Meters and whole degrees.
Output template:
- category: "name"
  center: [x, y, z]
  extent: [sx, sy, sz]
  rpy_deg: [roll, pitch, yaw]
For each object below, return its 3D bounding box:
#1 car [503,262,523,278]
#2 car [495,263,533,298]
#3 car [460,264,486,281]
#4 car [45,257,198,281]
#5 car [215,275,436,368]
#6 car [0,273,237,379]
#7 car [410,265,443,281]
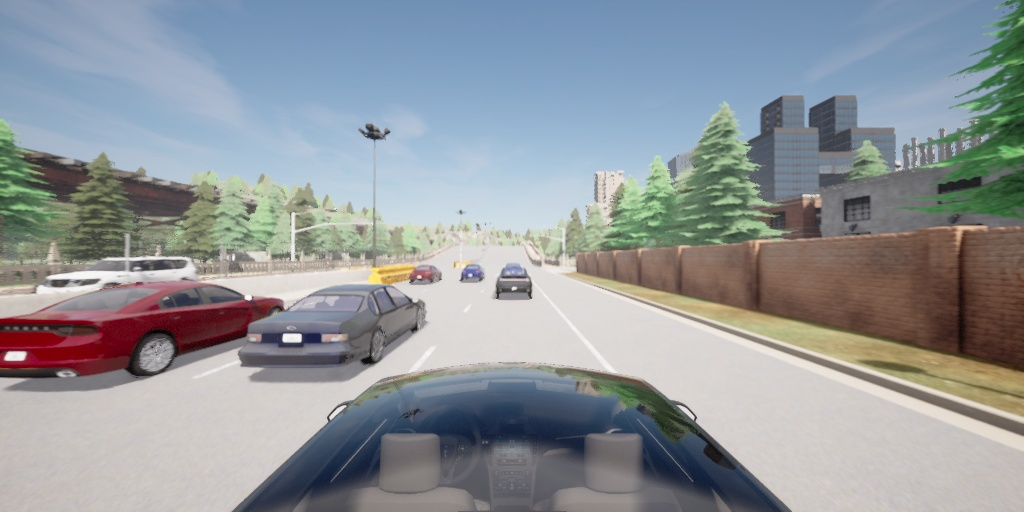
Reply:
- category: "car"
  center: [0.105, 1.406, 36.834]
  extent: [1.882, 1.535, 5.008]
  rpy_deg: [0, -1, 0]
- category: "car"
  center: [0.102, 1.331, 19.152]
  extent: [2.128, 1.511, 4.902]
  rpy_deg: [0, 0, 0]
- category: "car"
  center: [-3.397, 1.426, 31.568]
  extent: [1.812, 1.442, 4.674]
  rpy_deg: [0, 0, 0]
- category: "car"
  center: [-17.588, 1.044, 16.581]
  extent: [2.150, 2.045, 5.566]
  rpy_deg: [0, 0, 0]
- category: "car"
  center: [-3.395, 1.329, 8.068]
  extent: [2.033, 1.411, 5.357]
  rpy_deg: [0, 0, 0]
- category: "car"
  center: [-6.899, 1.256, 7.461]
  extent: [1.882, 1.535, 5.008]
  rpy_deg: [0, 0, 0]
- category: "car"
  center: [-6.897, 1.413, 28.973]
  extent: [1.812, 1.442, 4.674]
  rpy_deg: [0, 0, 0]
